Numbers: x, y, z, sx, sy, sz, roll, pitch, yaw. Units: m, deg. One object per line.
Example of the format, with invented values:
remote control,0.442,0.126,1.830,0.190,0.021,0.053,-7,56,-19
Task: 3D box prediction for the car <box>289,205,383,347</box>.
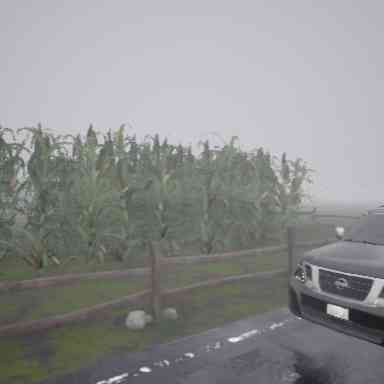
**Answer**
car,4.198,1.259,6.068,5.566,2.045,2.150,0,0,-36
